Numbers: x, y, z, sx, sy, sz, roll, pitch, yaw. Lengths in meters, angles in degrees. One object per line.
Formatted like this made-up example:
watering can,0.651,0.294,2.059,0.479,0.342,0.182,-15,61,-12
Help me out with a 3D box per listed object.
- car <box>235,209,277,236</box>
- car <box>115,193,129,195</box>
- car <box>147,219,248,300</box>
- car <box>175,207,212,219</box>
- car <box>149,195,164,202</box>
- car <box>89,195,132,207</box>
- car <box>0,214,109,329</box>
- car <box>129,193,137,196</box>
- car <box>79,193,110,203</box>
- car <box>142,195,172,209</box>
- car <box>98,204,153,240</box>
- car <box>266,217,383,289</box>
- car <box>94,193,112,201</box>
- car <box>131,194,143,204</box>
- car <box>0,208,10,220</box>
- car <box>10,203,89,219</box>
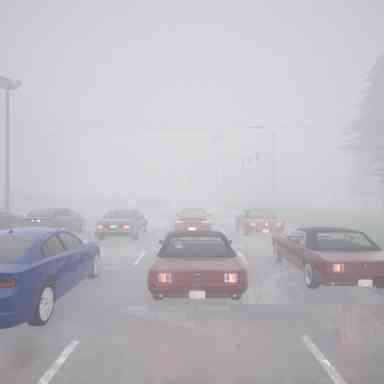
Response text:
car,3.544,1.601,18.295,1.895,1.301,4.718,0,0,-1
car,-12.504,1.223,57.871,2.150,2.045,5.566,2,0,-10
car,0.093,1.601,8.335,1.895,1.301,4.718,0,0,0
car,0.055,1.526,17.438,1.812,1.442,4.674,0,0,1
car,-8.480,1.525,78.227,2.128,1.511,4.902,0,0,-23
car,-11.465,1.547,47.020,2.033,1.411,5.357,0,0,31
car,-3.406,1.478,7.077,1.882,1.535,5.008,0,0,0
car,-15.621,1.225,84.005,2.150,2.045,5.566,0,0,-34
car,-15.951,1.223,55.386,2.150,2.045,5.566,2,0,9
car,-4.437,1.525,45.905,1.812,1.442,4.674,0,0,26
car,-3.427,1.547,16.888,2.033,1.411,5.357,0,0,0
car,3.593,1.601,9.127,1.895,1.301,4.718,0,0,0
car,-23.691,1.225,88.545,2.150,2.045,5.566,0,0,-44
car,-6.725,1.505,49.638,1.837,1.490,4.892,1,0,21
car,-10.434,1.492,16.919,2.128,1.511,4.902,0,0,0
car,-6.933,1.505,16.935,1.837,1.490,4.892,0,0,0
